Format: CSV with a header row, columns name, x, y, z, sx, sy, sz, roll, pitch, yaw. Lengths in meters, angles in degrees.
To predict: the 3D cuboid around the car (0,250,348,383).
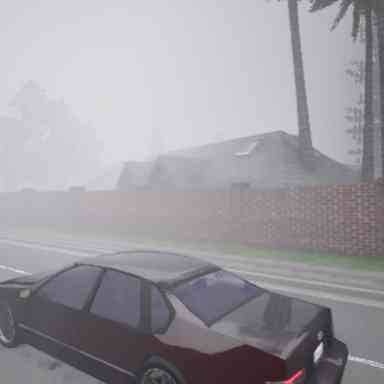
name,x,y,z,sx,sy,sz,roll,pitch,yaw
car,-0.856,1.563,4.594,5.357,1.411,2.033,0,0,36
